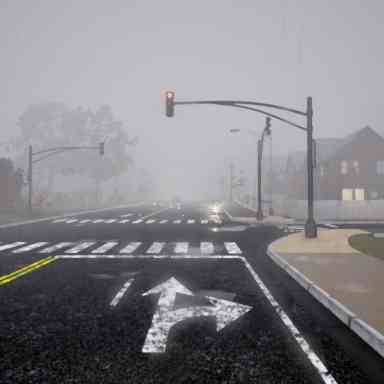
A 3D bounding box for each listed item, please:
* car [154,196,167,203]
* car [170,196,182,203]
[{"bbox_3d":[-6.389,1.495,68.114,1.882,1.535,5.008,0,0,5],"label":"car"},{"bbox_3d":[-3.154,1.533,67.799,1.812,1.442,4.674,0,0,5],"label":"car"}]
